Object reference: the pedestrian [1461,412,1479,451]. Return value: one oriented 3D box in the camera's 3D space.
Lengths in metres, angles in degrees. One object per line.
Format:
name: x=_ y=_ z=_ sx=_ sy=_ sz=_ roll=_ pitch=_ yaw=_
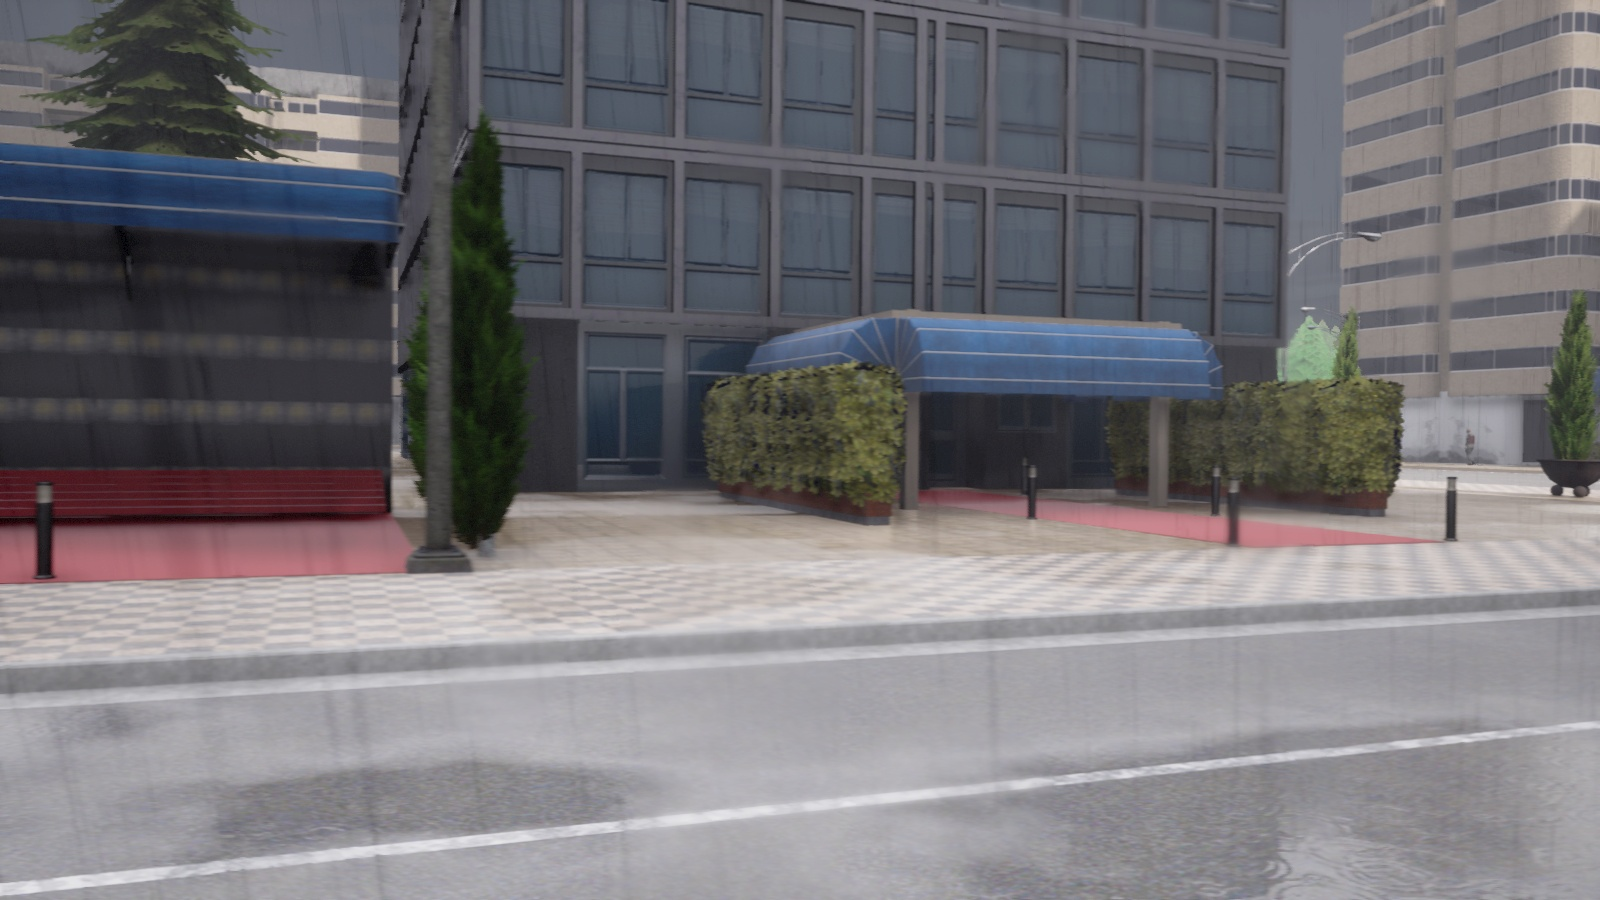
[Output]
pedestrian: x=32.259 y=-0.876 z=60.473 sx=0.376 sy=1.854 sz=0.720 roll=-1 pitch=1 yaw=-21
